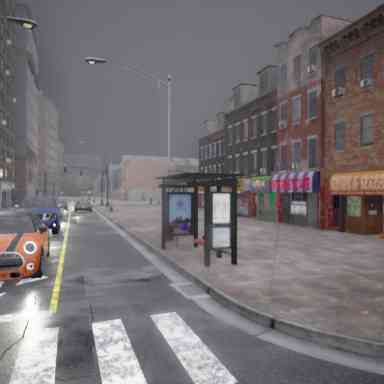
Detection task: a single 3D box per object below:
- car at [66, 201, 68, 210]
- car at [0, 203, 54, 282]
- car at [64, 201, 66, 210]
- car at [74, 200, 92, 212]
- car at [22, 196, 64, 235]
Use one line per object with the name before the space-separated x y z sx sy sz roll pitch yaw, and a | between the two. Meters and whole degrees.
car | -17.266 1.684 43.355 1.994 1.385 4.181 0 0 -19
car | -5.425 1.386 9.803 2.097 1.767 4.553 0 0 -20
car | -12.360 1.682 29.262 1.895 1.301 4.718 0 0 -19
car | -13.184 1.683 40.238 1.994 1.385 4.181 0 0 -19
car | -8.830 1.279 19.316 2.150 2.045 5.566 0 0 -20
